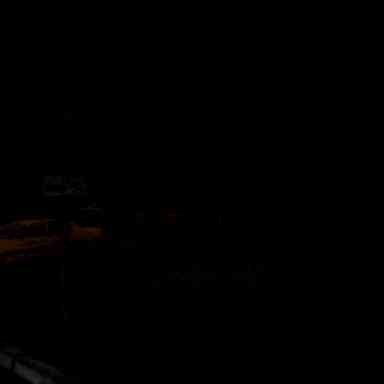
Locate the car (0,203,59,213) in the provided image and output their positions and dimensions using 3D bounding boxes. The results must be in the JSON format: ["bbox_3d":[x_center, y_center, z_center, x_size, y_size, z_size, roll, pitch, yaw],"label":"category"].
[{"bbox_3d":[-7.569,1.479,12.632,2.185,1.767,4.553,-1,-1,35],"label":"car"}]

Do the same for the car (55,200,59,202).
[{"bbox_3d":[-11.352,1.656,30.094,2.435,2.045,5.566,-2,-1,35],"label":"car"}]

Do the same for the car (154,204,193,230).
[{"bbox_3d":[0.153,1.594,22.393,1.946,1.575,5.366,-1,-1,35],"label":"car"}]

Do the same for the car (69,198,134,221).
[{"bbox_3d":[-6.853,1.510,27.000,2.435,2.045,5.566,-2,-1,35],"label":"car"}]

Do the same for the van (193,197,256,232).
[{"bbox_3d":[2.272,1.330,20.553,1.878,1.987,4.442,-1,-1,35],"label":"van"}]

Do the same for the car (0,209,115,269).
[{"bbox_3d":[-5.295,1.559,10.789,1.946,1.575,5.366,-1,-1,35],"label":"car"}]

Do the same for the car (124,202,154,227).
[{"bbox_3d":[-2.032,1.639,23.911,1.946,1.575,5.366,-1,-1,35],"label":"car"}]

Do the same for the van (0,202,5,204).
[{"bbox_3d":[-10.016,1.436,14.435,1.878,1.987,4.442,-1,-1,35],"label":"van"}]
